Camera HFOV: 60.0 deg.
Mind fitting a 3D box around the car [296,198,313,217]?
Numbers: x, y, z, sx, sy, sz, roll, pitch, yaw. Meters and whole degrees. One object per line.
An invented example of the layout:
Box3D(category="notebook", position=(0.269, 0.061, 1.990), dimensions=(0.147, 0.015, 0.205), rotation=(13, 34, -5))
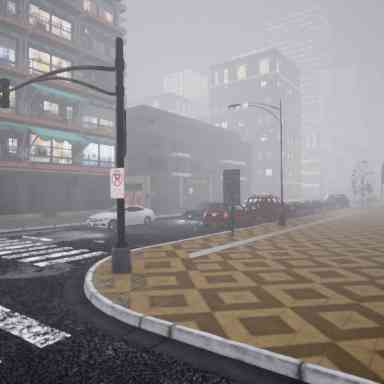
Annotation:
Box3D(category="car", position=(9.072, 1.470, 29.772), dimensions=(1.802, 1.307, 4.206), rotation=(-1, 0, 36))

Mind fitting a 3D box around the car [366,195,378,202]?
Box3D(category="car", position=(35.562, 1.333, 65.833), dimensions=(1.887, 1.381, 4.507), rotation=(-1, 0, 36))

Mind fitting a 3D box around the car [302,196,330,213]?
Box3D(category="car", position=(12.383, 1.421, 34.280), dimensions=(1.887, 1.381, 4.507), rotation=(-1, 0, 36))

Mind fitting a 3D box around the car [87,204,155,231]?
Box3D(category="car", position=(-4.294, 1.515, 20.727), dimensions=(1.812, 1.442, 4.674), rotation=(-1, 0, 36))

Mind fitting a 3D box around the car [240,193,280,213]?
Box3D(category="car", position=(7.649, 1.167, 36.976), dimensions=(2.150, 2.045, 5.566), rotation=(-1, 0, 36))

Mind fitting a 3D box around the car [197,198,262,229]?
Box3D(category="car", position=(2.449, 1.352, 20.758), dimensions=(1.967, 1.590, 4.097), rotation=(-1, 0, 36))

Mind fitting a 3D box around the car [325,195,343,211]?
Box3D(category="car", position=(15.695, 1.415, 38.787), dimensions=(2.008, 1.369, 4.403), rotation=(-1, 0, 36))

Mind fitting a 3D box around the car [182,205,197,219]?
Box3D(category="car", position=(1.405, 1.516, 28.480), dimensions=(2.033, 1.411, 5.357), rotation=(-1, 0, 36))

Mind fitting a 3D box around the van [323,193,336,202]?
Box3D(category="van", position=(29.210, 1.229, 70.498), dimensions=(1.690, 1.788, 3.998), rotation=(-1, 0, 36))

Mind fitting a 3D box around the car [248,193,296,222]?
Box3D(category="car", position=(5.758, 1.215, 25.266), dimensions=(2.192, 1.841, 5.009), rotation=(-1, 0, 36))

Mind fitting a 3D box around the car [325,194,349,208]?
Box3D(category="car", position=(19.003, 1.167, 43.296), dimensions=(2.192, 1.841, 5.009), rotation=(-1, 0, 36))

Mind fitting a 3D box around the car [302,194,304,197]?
Box3D(category="car", position=(22.488, 1.439, 61.346), dimensions=(1.752, 1.417, 4.829), rotation=(-1, 0, 36))
